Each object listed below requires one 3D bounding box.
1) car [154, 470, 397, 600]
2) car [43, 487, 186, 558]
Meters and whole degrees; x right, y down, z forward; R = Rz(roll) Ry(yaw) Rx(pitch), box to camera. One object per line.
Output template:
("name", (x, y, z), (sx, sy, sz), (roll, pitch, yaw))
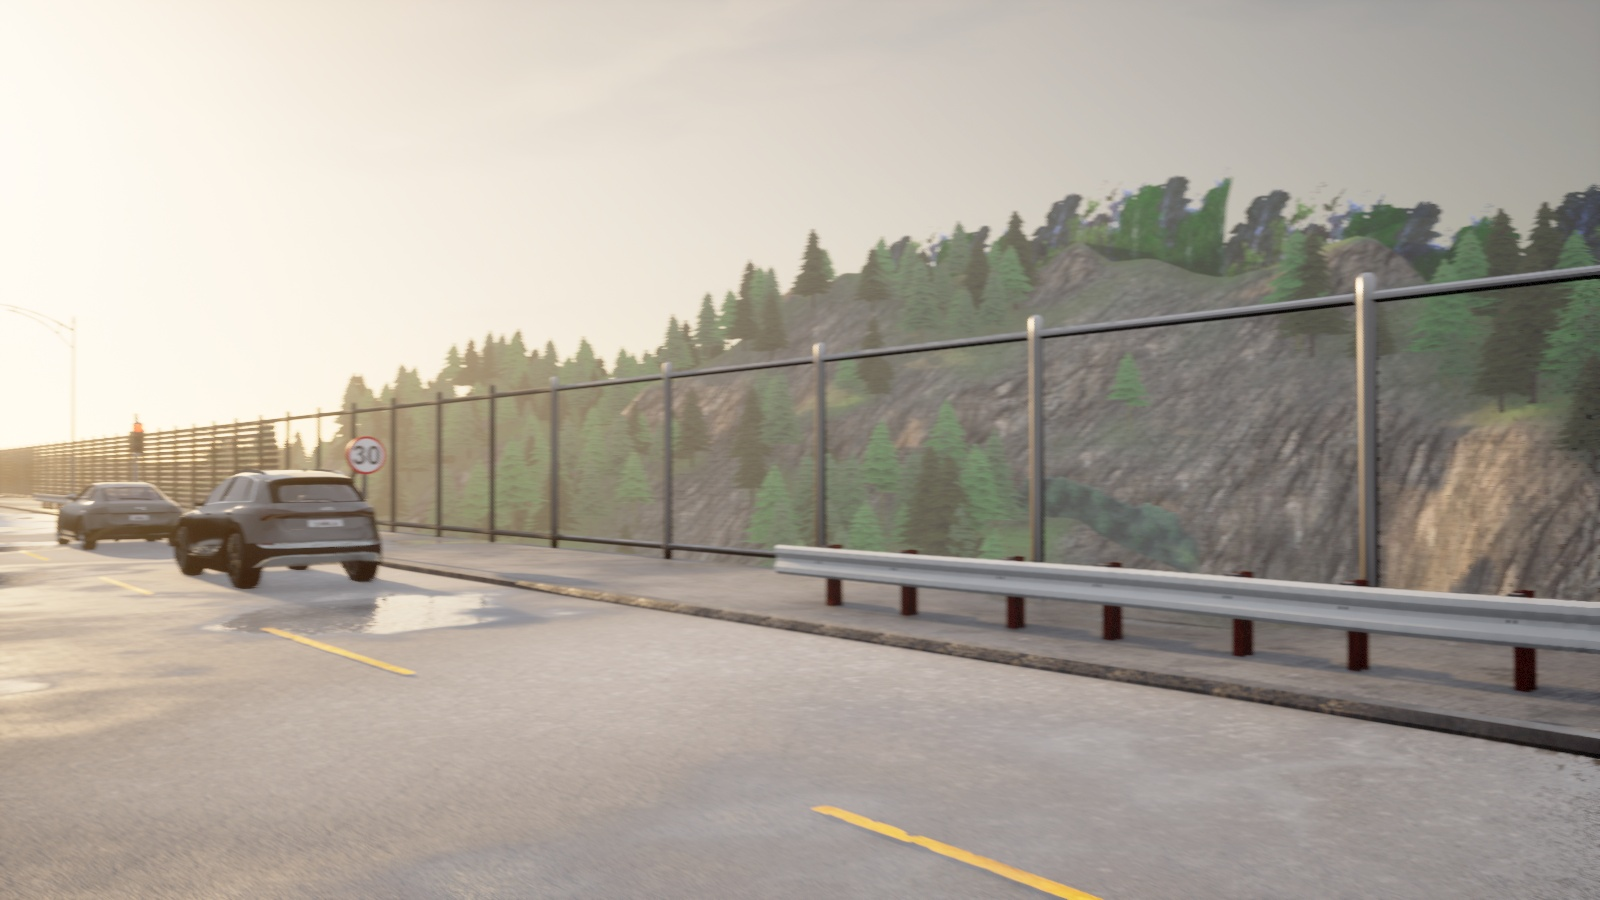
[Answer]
("car", (-7.935, 1.153, 18.714), (2.033, 1.649, 4.856), (0, -1, -39))
("car", (-14.950, 1.511, 27.273), (1.994, 1.385, 4.181), (0, -1, -39))
